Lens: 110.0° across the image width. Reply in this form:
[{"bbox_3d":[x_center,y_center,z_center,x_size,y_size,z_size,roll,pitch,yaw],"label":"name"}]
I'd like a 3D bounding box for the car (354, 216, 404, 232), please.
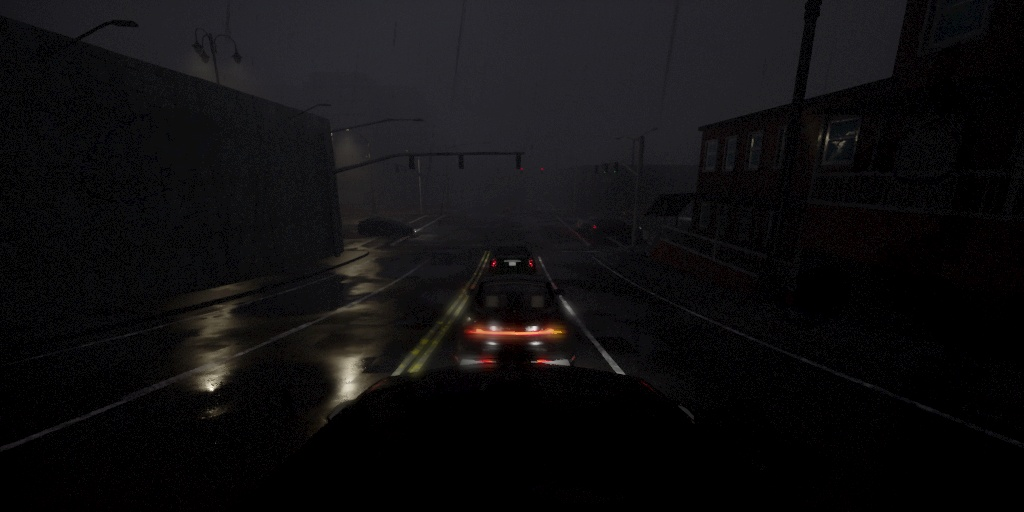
[{"bbox_3d":[-13.199,-3.200,35.725,4.181,1.385,1.994,0,12,1],"label":"car"}]

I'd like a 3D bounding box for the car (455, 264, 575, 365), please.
[{"bbox_3d":[0.056,1.122,7.164,1.837,1.490,4.892,0,2,0],"label":"car"}]

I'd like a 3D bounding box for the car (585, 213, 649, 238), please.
[{"bbox_3d":[9.307,-2.644,32.156,4.553,1.767,2.097,0,12,0],"label":"car"}]

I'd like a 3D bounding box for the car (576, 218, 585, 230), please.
[{"bbox_3d":[8.768,-3.222,35.615,4.674,1.442,1.812,0,12,0],"label":"car"}]

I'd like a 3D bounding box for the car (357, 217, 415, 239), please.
[{"bbox_3d":[-11.190,-2.450,32.018,4.892,1.490,1.837,1,12,6],"label":"car"}]

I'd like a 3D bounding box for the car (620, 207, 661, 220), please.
[{"bbox_3d":[16.467,-5.546,46.020,5.008,1.535,1.882,0,12,0],"label":"car"}]

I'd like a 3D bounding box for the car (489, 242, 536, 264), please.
[{"bbox_3d":[0.025,0.085,17.418,2.097,1.767,4.553,0,7,0],"label":"car"}]
